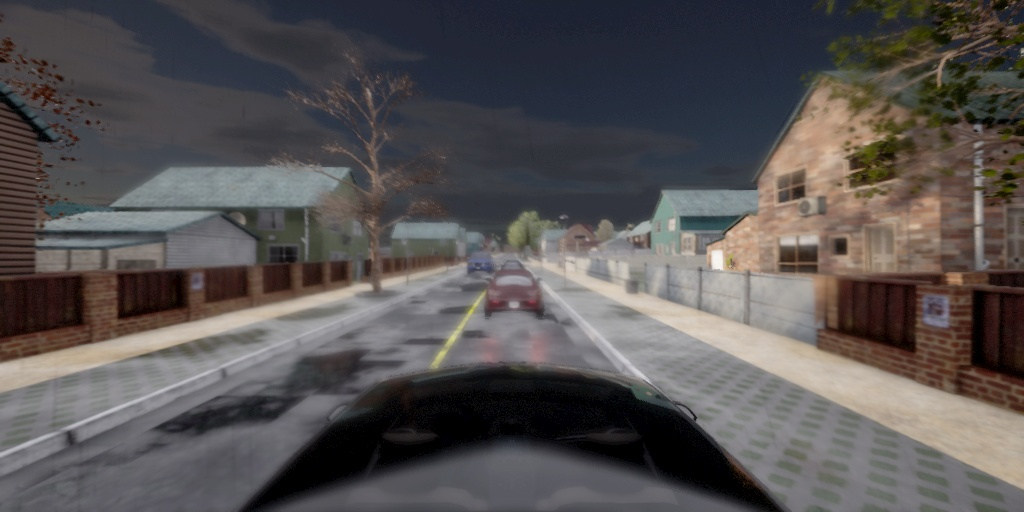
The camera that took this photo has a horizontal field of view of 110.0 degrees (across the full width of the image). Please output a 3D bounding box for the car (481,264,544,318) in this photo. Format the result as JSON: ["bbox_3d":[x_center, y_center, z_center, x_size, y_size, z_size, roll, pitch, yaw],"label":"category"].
[{"bbox_3d":[0.067,1.167,12.301,1.812,1.442,4.674,0,1,0],"label":"car"}]

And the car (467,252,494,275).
[{"bbox_3d":[-2.876,0.641,33.396,2.150,2.045,5.566,0,1,0],"label":"car"}]

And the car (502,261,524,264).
[{"bbox_3d":[0.048,1.039,28.247,1.994,1.385,4.181,0,1,0],"label":"car"}]
